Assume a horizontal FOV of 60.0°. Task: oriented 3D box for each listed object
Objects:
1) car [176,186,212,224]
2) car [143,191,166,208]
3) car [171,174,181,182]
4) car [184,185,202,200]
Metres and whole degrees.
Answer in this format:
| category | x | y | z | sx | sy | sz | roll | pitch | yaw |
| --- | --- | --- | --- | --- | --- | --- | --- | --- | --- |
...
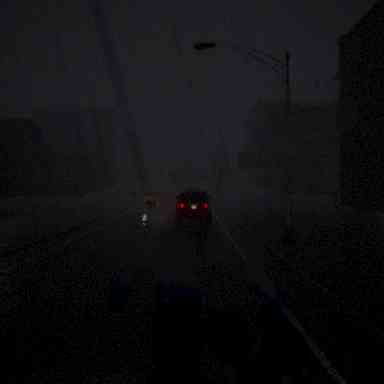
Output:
| category | x | y | z | sx | sy | sz | roll | pitch | yaw |
| --- | --- | --- | --- | --- | --- | --- | --- | --- | --- |
| car | 0.109 | 0.855 | 21.671 | 2.150 | 2.045 | 5.566 | 0 | 2 | 0 |
| car | -3.593 | 0.618 | 32.297 | 1.882 | 1.535 | 5.008 | 0 | 3 | 0 |
| car | -3.496 | -2.887 | 73.699 | 2.150 | 2.045 | 5.566 | 0 | 4 | 0 |
| car | 0.105 | 0.055 | 41.200 | 2.128 | 1.511 | 4.902 | 0 | 4 | 0 |
